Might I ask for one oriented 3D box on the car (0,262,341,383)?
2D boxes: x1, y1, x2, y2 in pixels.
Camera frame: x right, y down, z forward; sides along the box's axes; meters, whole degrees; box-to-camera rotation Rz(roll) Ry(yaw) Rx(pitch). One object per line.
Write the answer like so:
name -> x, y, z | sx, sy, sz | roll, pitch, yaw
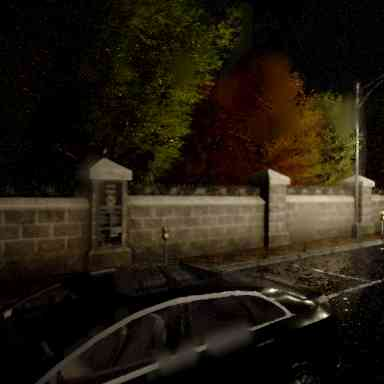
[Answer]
car -> -0.678, 1.496, 2.894 | 4.902, 1.511, 2.128 | 0, 0, -36
